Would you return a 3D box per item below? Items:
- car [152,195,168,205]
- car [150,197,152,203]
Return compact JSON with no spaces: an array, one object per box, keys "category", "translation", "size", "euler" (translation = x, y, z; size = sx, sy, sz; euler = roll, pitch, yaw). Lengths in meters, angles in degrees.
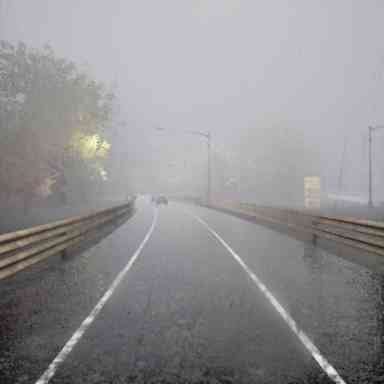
[{"category":"car","translation":[-5.190,1.422,56.428],"size":[1.837,1.490,4.892],"euler":[0,0,-11]},{"category":"car","translation":[-7.195,1.379,66.446],"size":[2.128,1.511,4.902],"euler":[0,0,-12]}]
